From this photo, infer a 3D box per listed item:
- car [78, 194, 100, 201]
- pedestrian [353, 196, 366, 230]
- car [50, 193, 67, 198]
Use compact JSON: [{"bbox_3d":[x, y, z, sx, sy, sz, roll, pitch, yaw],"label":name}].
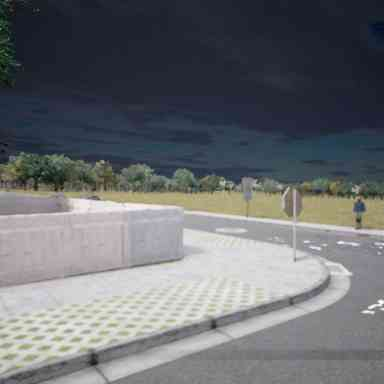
[{"bbox_3d":[-13.840,0.975,44.433,1.837,1.490,4.892,1,0,-36],"label":"car"},{"bbox_3d":[8.943,1.099,17.854,0.375,1.860,0.375,2,-1,-36],"label":"pedestrian"},{"bbox_3d":[-22.783,0.811,56.821,2.033,1.411,5.357,1,0,-36],"label":"car"}]
